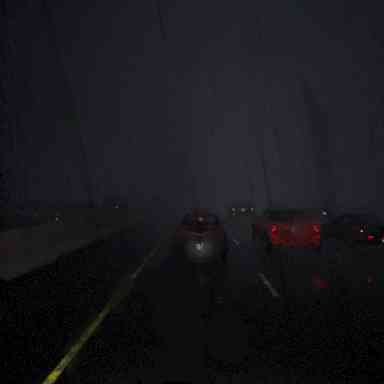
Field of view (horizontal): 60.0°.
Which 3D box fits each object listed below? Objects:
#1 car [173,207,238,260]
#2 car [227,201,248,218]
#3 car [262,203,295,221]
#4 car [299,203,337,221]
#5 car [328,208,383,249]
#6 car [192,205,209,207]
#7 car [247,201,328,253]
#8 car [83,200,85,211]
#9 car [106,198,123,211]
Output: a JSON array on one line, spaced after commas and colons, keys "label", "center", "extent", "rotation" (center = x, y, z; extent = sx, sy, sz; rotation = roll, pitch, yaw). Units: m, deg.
[{"label": "car", "center": [0.346, 1.566, 12.816], "extent": [2.128, 1.511, 4.902], "rotation": [0, 0, 2]}, {"label": "car", "center": [4.269, 1.540, 29.545], "extent": [2.097, 1.767, 4.553], "rotation": [0, 0, 2]}, {"label": "car", "center": [7.791, 1.777, 30.353], "extent": [1.994, 1.385, 4.181], "rotation": [0, 0, 2]}, {"label": "car", "center": [11.290, 1.799, 30.168], "extent": [1.994, 1.385, 4.181], "rotation": [1, 0, 2]}, {"label": "car", "center": [7.410, 1.652, 14.968], "extent": [1.812, 1.442, 4.674], "rotation": [0, 0, 2]}, {"label": "car", "center": [0.727, 1.760, 28.057], "extent": [1.895, 1.301, 4.718], "rotation": [0, 0, 2]}, {"label": "car", "center": [3.895, 1.455, 14.442], "extent": [2.097, 1.767, 4.553], "rotation": [0, 0, 2]}, {"label": "car", "center": [-13.117, 1.702, 41.618], "extent": [2.033, 1.411, 5.357], "rotation": [0, 0, 1]}, {"label": "car", "center": [-9.618, 1.395, 41.403], "extent": [2.150, 2.045, 5.566], "rotation": [0, 0, 2]}]
